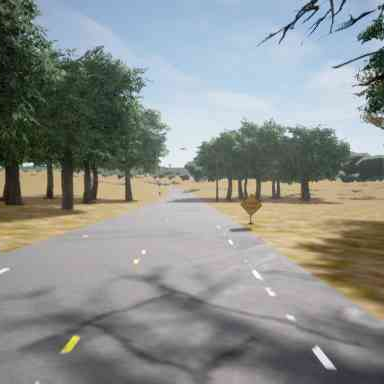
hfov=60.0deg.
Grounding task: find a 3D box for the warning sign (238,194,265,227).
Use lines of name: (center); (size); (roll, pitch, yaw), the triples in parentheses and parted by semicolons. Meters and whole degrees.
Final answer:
warning sign: (3.520, 1.068, 19.803); (1.300, 1.860, 1.060); (2, 2, 0)
